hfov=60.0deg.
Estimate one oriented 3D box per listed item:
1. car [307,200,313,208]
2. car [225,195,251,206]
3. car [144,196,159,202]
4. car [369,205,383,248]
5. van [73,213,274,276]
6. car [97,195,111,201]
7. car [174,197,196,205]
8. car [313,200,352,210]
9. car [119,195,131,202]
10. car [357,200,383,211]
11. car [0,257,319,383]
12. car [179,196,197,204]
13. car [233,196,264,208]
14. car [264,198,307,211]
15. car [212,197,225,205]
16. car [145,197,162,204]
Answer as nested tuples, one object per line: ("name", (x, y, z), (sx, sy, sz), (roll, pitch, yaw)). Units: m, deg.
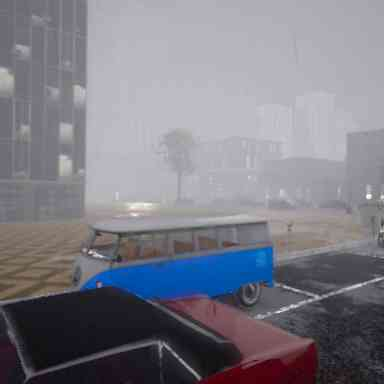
("car", (15.693, 1.695, 48.460), (1.802, 1.307, 4.206), (1, -1, -35))
("car", (8.687, 1.485, 58.491), (2.192, 1.841, 5.009), (1, -1, -35))
("car", (-10.453, 1.855, 85.952), (1.752, 1.417, 4.829), (1, -1, -35))
("car", (8.983, 1.412, 12.915), (4.097, 1.590, 1.967), (0, 1, -36))
("van", (-0.208, 1.335, 6.355), (3.998, 1.788, 1.690), (0, 1, -36))
("car", (-23.471, 1.805, 90.021), (1.752, 1.417, 4.829), (1, -1, -35))
("car", (-1.381, 1.797, 62.881), (1.895, 1.301, 4.718), (1, -1, -35))
("car", (18.815, 1.653, 43.956), (1.947, 1.339, 4.313), (1, -1, -35))
("car", (-17.242, 1.792, 81.037), (1.947, 1.339, 4.313), (1, -1, -35))
("car", (21.938, 1.613, 39.451), (2.008, 1.369, 4.403), (1, -1, -35))
("car", (-1.210, 1.600, 2.515), (4.718, 1.301, 1.895), (0, 0, -35))
("car", (-0.869, 1.689, 72.127), (1.967, 1.590, 4.097), (1, -1, -35))
("car", (8.567, 1.660, 48.368), (1.895, 1.301, 4.718), (1, -1, -35))
("car", (11.113, 1.426, 39.906), (1.967, 1.590, 4.097), (1, -1, -35))
("car", (5.497, 1.636, 63.033), (1.967, 1.590, 4.097), (1, -1, -35))
("car", (-7.659, 1.670, 67.211), (1.752, 1.417, 4.829), (1, -1, -35))
